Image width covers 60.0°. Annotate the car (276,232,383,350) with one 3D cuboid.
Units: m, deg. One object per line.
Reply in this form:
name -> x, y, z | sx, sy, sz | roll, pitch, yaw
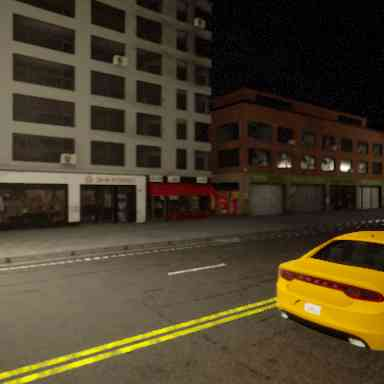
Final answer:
car -> 3.692, 1.472, 6.069 | 5.008, 1.535, 1.882 | 0, 0, -35
